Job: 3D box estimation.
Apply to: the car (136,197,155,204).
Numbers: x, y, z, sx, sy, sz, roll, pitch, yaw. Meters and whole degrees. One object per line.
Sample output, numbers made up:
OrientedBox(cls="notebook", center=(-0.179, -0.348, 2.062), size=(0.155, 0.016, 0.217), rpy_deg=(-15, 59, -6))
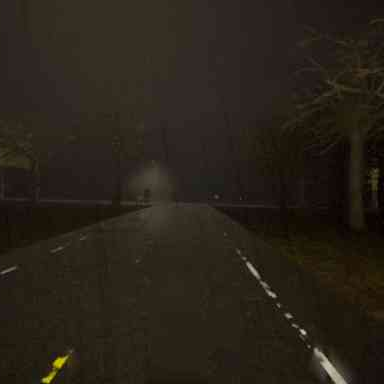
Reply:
OrientedBox(cls="car", center=(-11.208, 1.900, 80.573), size=(4.553, 1.767, 2.097), rpy_deg=(2, 0, 0))

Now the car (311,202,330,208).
OrientedBox(cls="car", center=(33.769, 3.363, 87.329), size=(4.902, 1.511, 2.128), rpy_deg=(2, 0, 0))
